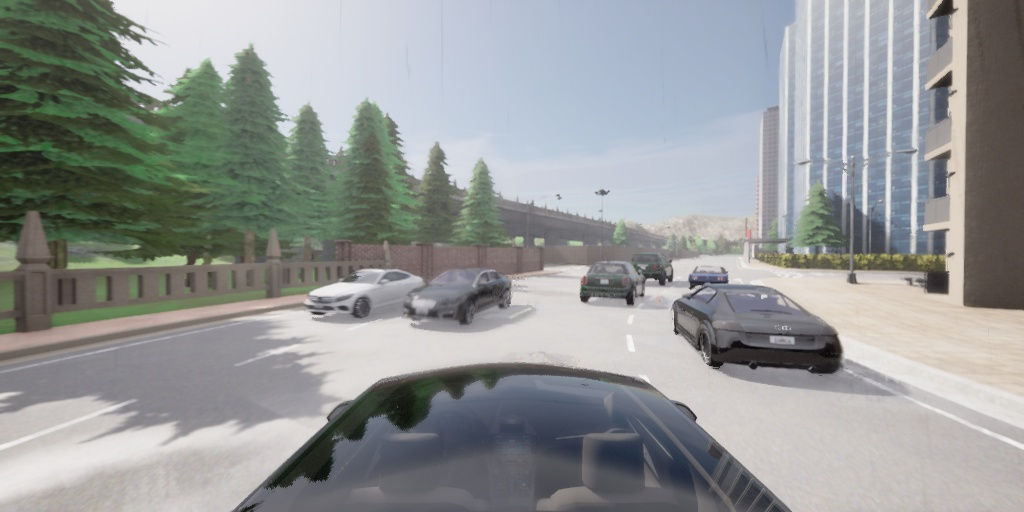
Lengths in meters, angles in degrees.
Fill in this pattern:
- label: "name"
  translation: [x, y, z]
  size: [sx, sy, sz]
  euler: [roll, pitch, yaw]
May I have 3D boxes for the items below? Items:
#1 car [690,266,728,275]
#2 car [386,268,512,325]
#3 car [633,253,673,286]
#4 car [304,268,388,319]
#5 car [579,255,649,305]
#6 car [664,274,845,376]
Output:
- label: "car"
  translation: [11.622, 1.216, 21.081]
  size: [1.895, 1.301, 4.718]
  euler: [1, 1, 31]
- label: "car"
  translation: [-1.497, 1.147, 11.615]
  size: [2.128, 1.511, 4.902]
  euler: [0, 0, 20]
- label: "car"
  translation: [9.357, 0.802, 24.078]
  size: [2.150, 2.045, 5.566]
  euler: [1, 1, 31]
- label: "car"
  translation: [-4.818, 1.162, 12.555]
  size: [1.812, 1.442, 4.674]
  euler: [0, 0, 19]
- label: "car"
  translation: [4.505, 0.992, 15.675]
  size: [2.097, 1.767, 4.553]
  euler: [0, 1, 27]
- label: "car"
  translation: [4.714, 1.276, 7.563]
  size: [1.994, 1.385, 4.181]
  euler: [0, 0, 14]
